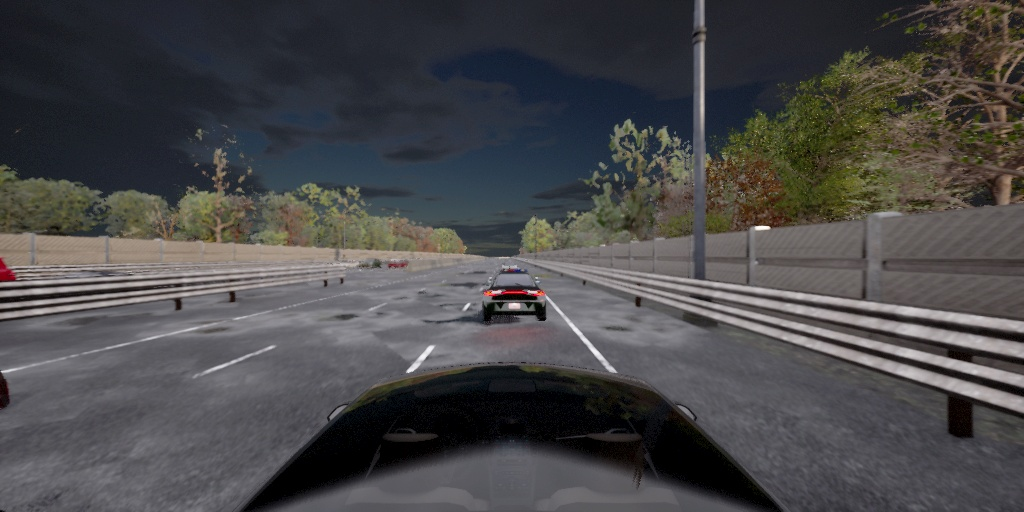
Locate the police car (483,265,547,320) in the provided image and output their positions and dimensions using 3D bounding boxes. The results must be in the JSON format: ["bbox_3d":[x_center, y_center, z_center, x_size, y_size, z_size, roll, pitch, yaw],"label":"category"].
[{"bbox_3d":[0.066,1.258,12.700,2.038,1.542,4.974,0,0,0],"label":"police car"}]

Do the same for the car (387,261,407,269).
[{"bbox_3d":[-18.166,1.371,56.714,1.895,1.301,4.718,0,0,0],"label":"car"}]

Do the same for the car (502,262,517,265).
[{"bbox_3d":[-0.302,1.367,44.482,1.895,1.301,4.718,0,0,-1],"label":"car"}]

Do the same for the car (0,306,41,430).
[{"bbox_3d":[-6.904,1.314,2.401,1.994,1.385,4.181,0,0,0],"label":"car"}]

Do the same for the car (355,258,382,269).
[{"bbox_3d":[-21.644,1.121,55.005,2.097,1.767,4.553,0,0,-1],"label":"car"}]

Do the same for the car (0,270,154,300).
[{"bbox_3d":[-17.844,1.318,15.090,1.994,1.385,4.181,0,0,1],"label":"car"}]

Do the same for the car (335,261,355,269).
[{"bbox_3d":[-25.133,1.370,54.722,1.895,1.301,4.718,0,0,0],"label":"car"}]

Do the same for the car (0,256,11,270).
[{"bbox_3d":[-21.403,0.974,12.318,2.150,2.045,5.566,0,0,2],"label":"car"}]
